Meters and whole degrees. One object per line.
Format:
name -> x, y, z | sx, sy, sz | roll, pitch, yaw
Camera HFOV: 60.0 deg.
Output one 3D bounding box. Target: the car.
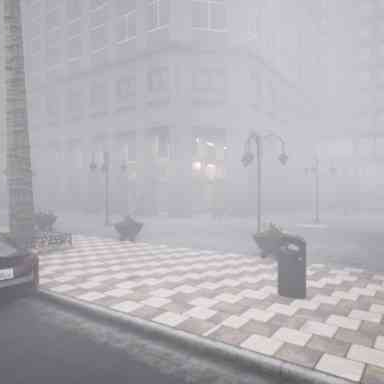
car -> -5.267, 1.513, 7.213 | 4.786, 1.482, 2.161 | 0, 0, 35
